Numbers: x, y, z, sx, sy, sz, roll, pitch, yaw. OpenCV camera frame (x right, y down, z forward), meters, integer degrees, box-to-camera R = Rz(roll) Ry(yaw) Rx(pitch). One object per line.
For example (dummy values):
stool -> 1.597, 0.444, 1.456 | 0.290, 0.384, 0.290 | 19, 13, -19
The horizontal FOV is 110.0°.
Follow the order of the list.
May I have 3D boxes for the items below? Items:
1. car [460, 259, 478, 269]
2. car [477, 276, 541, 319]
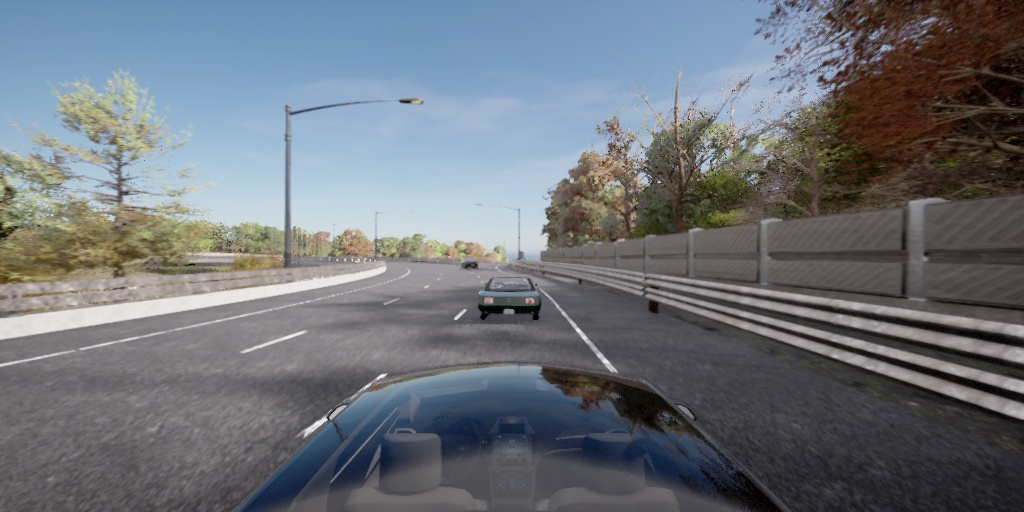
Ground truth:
car -> -6.371, 1.161, 53.236 | 1.882, 1.535, 5.008 | 1, 0, -19
car -> -0.040, 1.339, 12.674 | 1.895, 1.301, 4.718 | 0, 0, 1
